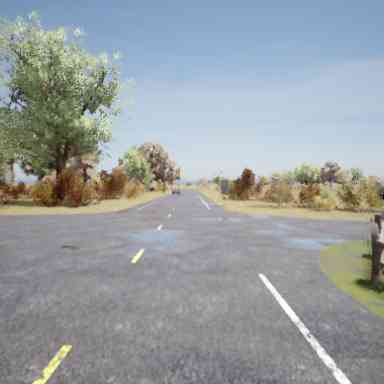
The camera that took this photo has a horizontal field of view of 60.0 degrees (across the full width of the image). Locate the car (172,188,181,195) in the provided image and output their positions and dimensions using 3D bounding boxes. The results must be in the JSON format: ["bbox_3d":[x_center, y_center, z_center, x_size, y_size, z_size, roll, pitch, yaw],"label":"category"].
[{"bbox_3d":[-3.484,-0.114,73.515,1.882,1.535,5.008,0,1,0],"label":"car"}]
